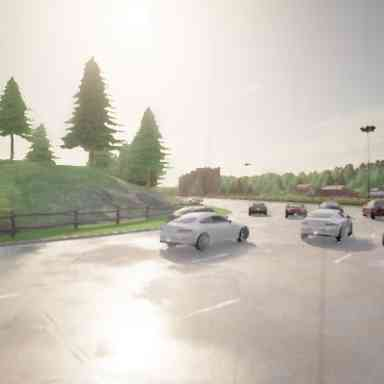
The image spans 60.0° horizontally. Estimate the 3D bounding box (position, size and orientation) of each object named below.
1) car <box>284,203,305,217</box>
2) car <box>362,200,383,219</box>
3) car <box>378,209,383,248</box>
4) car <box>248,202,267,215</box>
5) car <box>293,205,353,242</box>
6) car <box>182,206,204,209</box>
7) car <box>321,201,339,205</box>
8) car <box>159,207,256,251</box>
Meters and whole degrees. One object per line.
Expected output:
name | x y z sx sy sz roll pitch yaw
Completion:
car | 9.990 1.746 32.374 1.895 1.301 4.718 0 0 15
car | 16.630 1.458 29.628 2.097 1.767 4.553 0 0 16
car | 9.176 1.522 13.706 1.882 1.535 5.008 0 0 36
car | 7.196 1.742 36.565 1.994 1.385 4.181 0 0 10
car | 6.911 1.597 16.982 1.812 1.442 4.674 0 0 34
car | 0.524 1.617 19.991 1.837 1.490 4.892 0 0 36
car | 13.609 1.661 32.939 1.812 1.442 4.674 0 0 13
car | 0.641 1.605 14.493 1.812 1.442 4.674 0 0 42
